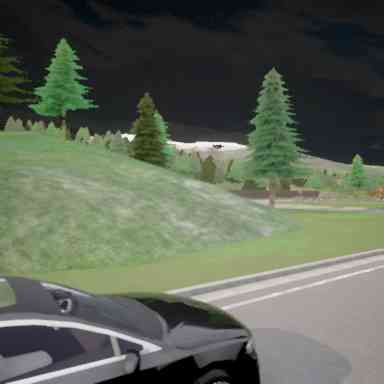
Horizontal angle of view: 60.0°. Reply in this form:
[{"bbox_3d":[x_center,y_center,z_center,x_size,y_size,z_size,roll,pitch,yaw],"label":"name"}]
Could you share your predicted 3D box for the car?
[{"bbox_3d":[-1.543,1.491,2.643,4.902,1.511,2.128,0,0,-36],"label":"car"}]
